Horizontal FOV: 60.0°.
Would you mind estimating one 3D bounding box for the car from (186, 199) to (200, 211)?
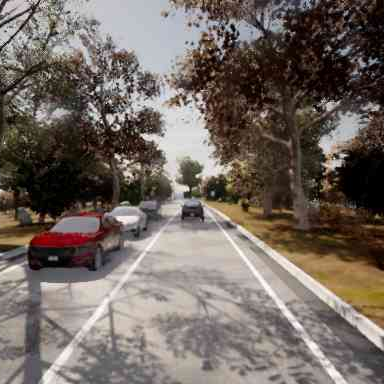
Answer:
[{"bbox_3d":[0.136,1.640,43.889,1.837,1.490,4.892,0,0,0],"label":"car"}]

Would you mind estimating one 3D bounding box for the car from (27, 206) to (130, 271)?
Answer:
[{"bbox_3d":[-3.579,1.453,11.104,1.882,1.535,5.008,0,0,0],"label":"car"}]

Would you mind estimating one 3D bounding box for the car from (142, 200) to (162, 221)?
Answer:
[{"bbox_3d":[-3.486,1.473,26.992,1.837,1.490,4.892,0,0,1],"label":"car"}]

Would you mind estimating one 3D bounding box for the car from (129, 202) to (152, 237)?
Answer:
[{"bbox_3d":[-3.472,1.481,17.721,1.812,1.442,4.674,0,0,0],"label":"car"}]

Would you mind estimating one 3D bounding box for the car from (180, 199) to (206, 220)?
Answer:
[{"bbox_3d":[0.069,1.481,27.840,1.837,1.490,4.892,0,0,1],"label":"car"}]
